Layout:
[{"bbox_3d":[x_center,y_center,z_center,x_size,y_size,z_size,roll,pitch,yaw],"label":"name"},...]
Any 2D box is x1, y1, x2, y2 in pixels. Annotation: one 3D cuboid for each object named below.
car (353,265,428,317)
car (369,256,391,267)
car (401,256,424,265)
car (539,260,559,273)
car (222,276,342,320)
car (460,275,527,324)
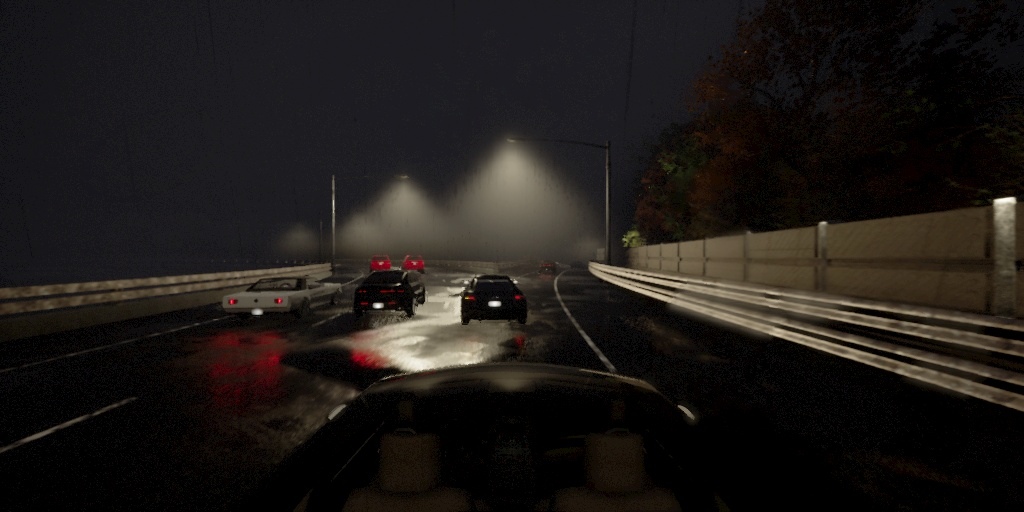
[{"bbox_3d":[-4.336,1.254,13.268,1.837,1.490,4.892,0,0,-7],"label":"car"},{"bbox_3d":[-15.066,0.971,40.918,2.150,2.045,5.566,0,0,-22],"label":"car"},{"bbox_3d":[-11.563,0.961,41.617,2.150,2.045,5.566,0,0,-21],"label":"car"},{"bbox_3d":[4.362,1.203,42.140,1.837,1.490,4.892,0,0,12],"label":"car"},{"bbox_3d":[-7.748,1.360,12.762,1.895,1.301,4.718,0,0,-7],"label":"car"},{"bbox_3d":[-0.683,1.305,11.999,1.994,1.385,4.181,0,0,-6],"label":"car"}]
